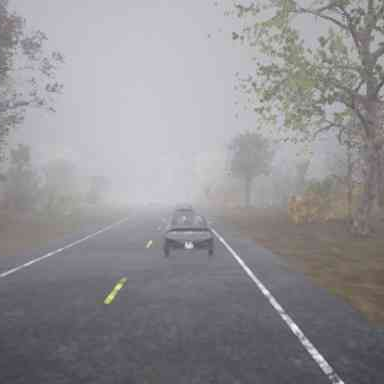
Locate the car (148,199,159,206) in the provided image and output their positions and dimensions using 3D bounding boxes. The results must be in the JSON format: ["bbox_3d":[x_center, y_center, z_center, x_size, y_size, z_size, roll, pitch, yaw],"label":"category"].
[{"bbox_3d":[-7.508,2.031,64.957,1.812,1.442,4.674,0,0,-6],"label":"car"}]

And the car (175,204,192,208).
[{"bbox_3d":[-0.739,1.761,28.599,1.837,1.490,4.892,0,0,-3],"label":"car"}]

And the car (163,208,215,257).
[{"bbox_3d":[-0.146,1.619,13.580,2.128,1.511,4.902,0,0,-1],"label":"car"}]

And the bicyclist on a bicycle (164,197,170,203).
[{"bbox_3d":[-6.205,2.058,87.253,0.866,1.612,1.509,0,0,-9],"label":"bicyclist on a bicycle"}]
